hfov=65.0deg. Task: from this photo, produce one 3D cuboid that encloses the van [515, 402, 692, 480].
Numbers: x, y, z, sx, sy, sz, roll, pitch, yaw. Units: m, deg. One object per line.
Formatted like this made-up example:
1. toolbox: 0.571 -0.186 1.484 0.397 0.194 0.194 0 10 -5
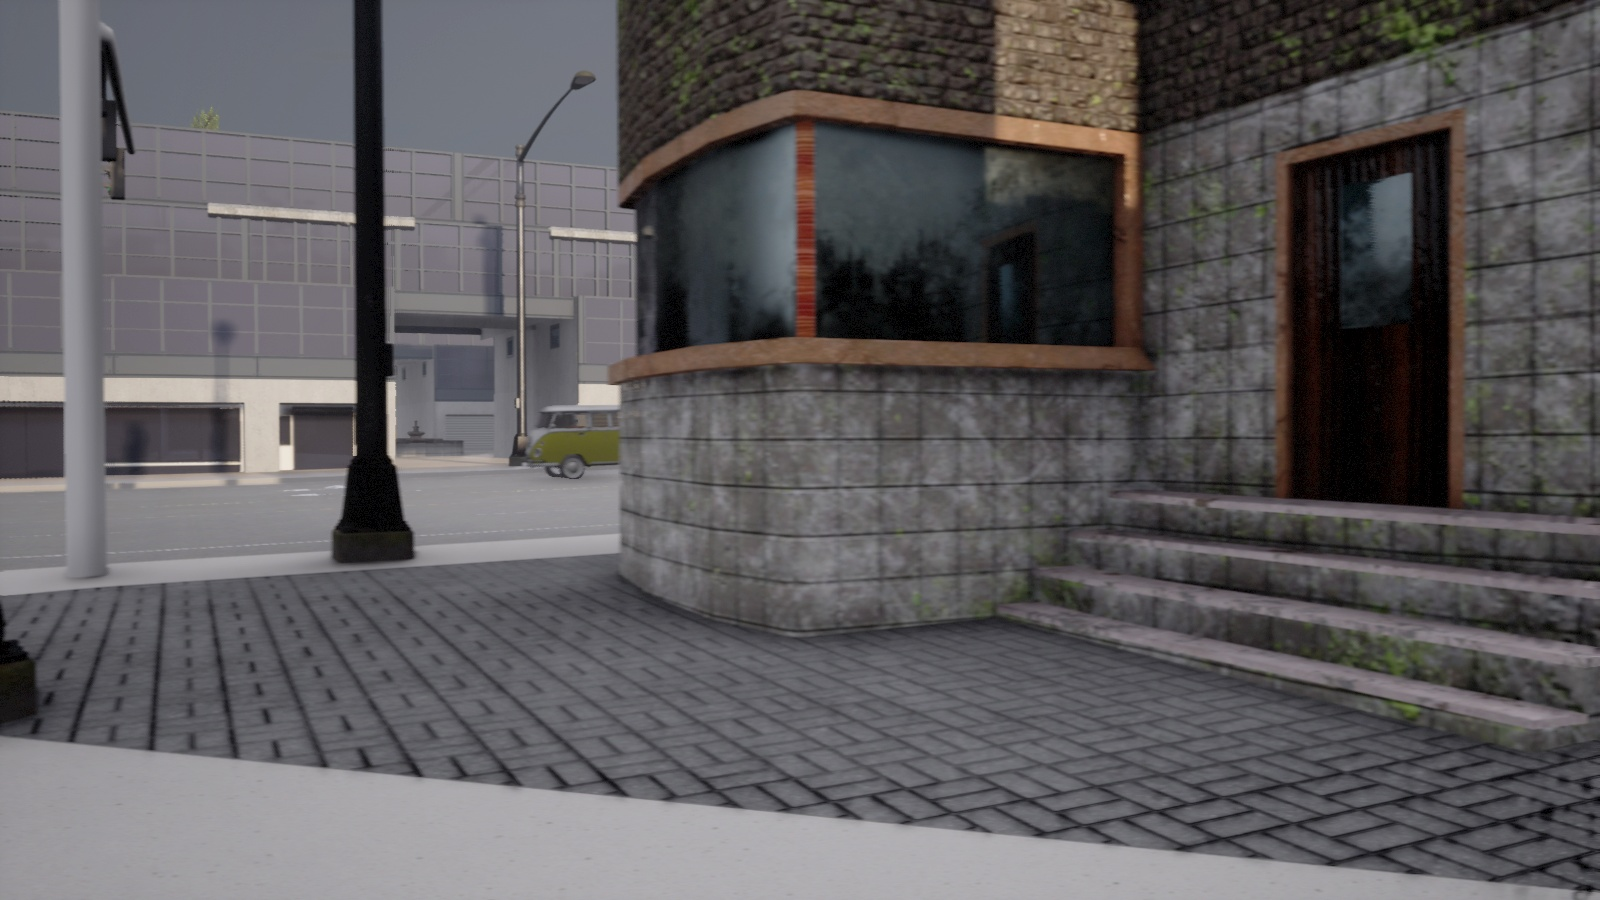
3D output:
1. van: -5.396 -0.292 34.570 4.442 1.987 1.775 -2 2 -27
